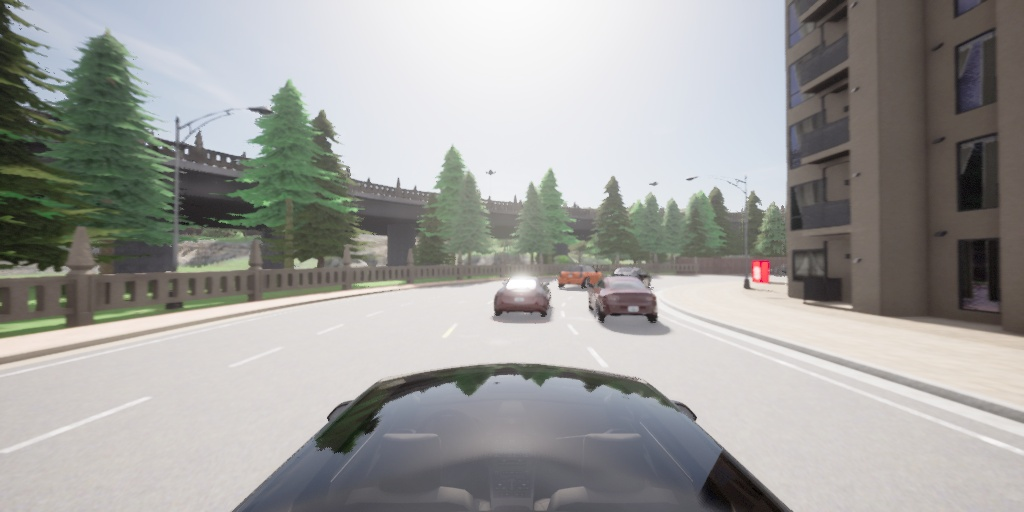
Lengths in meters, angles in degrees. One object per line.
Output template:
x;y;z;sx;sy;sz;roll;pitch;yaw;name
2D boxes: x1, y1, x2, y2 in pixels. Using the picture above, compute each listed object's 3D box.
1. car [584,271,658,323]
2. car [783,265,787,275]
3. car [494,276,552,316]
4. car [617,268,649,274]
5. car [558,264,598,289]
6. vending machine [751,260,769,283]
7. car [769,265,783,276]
3.814;1.431;12.850;1.812;1.442;4.674;0;-1;6;car
36.367;1.904;43.984;4.181;1.385;1.994;0;-1;0;car
0.534;1.491;14.320;1.994;1.385;4.181;0;-1;8;car
8.543;1.576;25.659;2.128;1.511;4.902;-1;-1;35;car
5.320;1.456;27.081;2.097;1.767;4.553;-1;-1;34;car
20.821;1.341;30.043;0.880;2.100;1.100;0;0;-25;vending machine
36.510;1.880;47.483;4.902;1.511;2.128;0;-1;0;car
